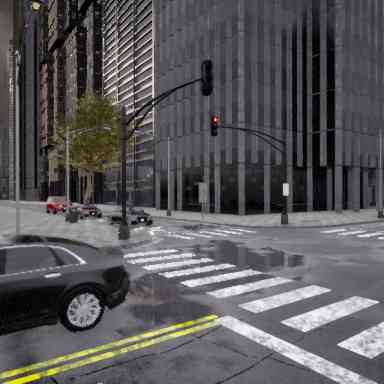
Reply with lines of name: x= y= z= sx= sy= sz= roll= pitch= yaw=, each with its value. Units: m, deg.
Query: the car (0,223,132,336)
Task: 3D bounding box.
car: x=-3.387 y=1.503 z=5.263 sx=4.892 sy=1.490 sz=1.837 roll=0 pitch=0 yaw=-36

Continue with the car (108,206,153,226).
car: x=-4.489 y=1.728 z=23.960 sx=1.994 sy=1.385 sz=4.181 roll=0 pitch=0 yaw=-35

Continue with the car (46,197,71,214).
car: x=-16.113 y=1.573 z=40.326 sx=2.150 sy=2.045 sz=5.566 roll=0 pitch=0 yaw=-35

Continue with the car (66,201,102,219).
car: x=-10.211 y=1.816 z=31.995 sx=1.994 sy=1.385 sz=4.181 roll=0 pitch=0 yaw=-36
